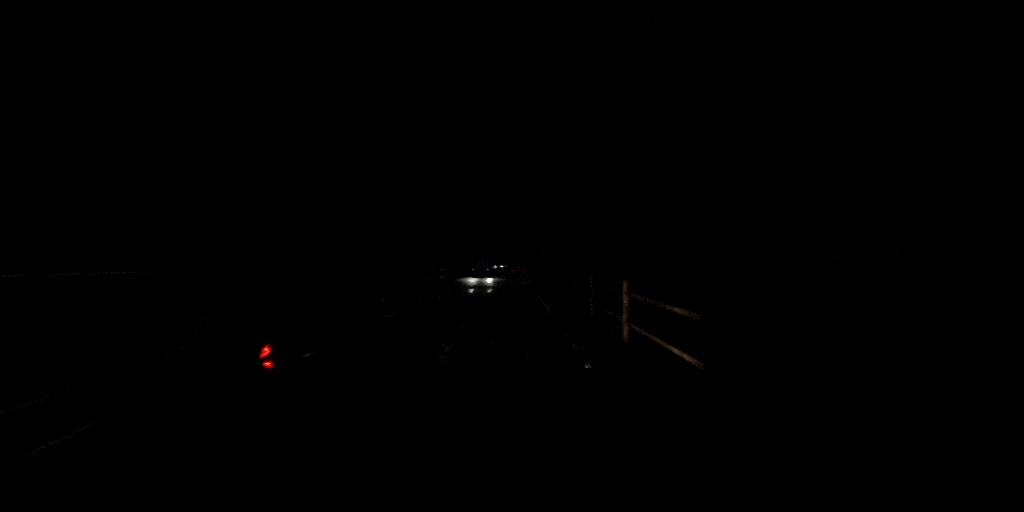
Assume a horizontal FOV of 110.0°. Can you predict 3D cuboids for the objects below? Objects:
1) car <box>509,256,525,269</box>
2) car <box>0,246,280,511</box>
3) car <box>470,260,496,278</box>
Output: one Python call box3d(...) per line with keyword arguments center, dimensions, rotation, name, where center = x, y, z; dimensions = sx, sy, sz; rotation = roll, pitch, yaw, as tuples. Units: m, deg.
box3d(center=(0.934, 0.966, 56.143), dimensions=(2.150, 2.045, 5.566), rotation=(0, 0, 0), name="car")
box3d(center=(-2.835, 0.972, 0.419), dimensions=(2.150, 2.045, 5.566), rotation=(0, 0, 0), name="car")
box3d(center=(-2.860, 1.225, 34.606), dimensions=(1.882, 1.535, 5.008), rotation=(0, 0, 0), name="car")
